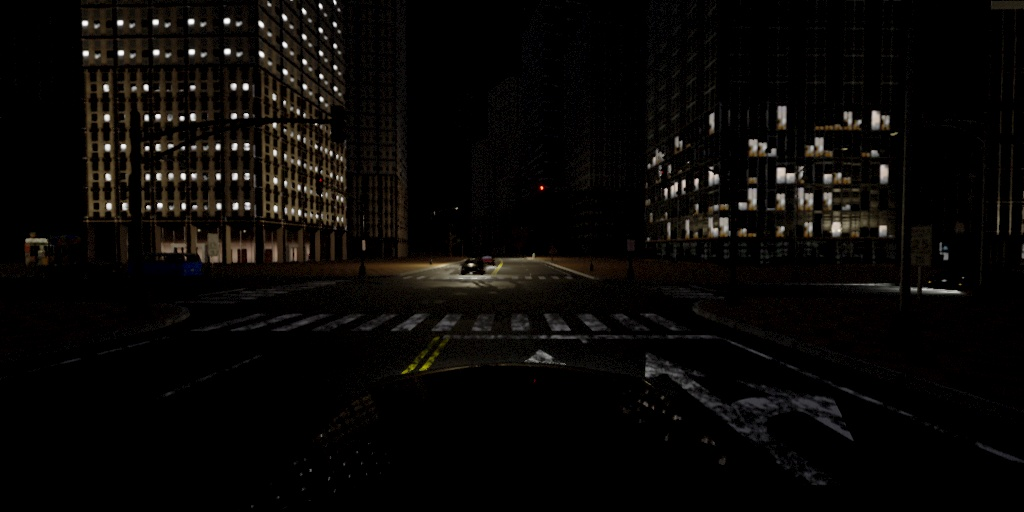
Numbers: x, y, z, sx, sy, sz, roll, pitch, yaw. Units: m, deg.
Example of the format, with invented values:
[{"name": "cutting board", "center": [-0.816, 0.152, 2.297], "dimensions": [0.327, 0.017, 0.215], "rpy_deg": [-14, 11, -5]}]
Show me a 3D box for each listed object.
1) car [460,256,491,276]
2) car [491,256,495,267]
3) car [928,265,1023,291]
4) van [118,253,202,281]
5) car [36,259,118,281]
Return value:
[{"name": "car", "center": [-3.257, 0.921, 31.249], "dimensions": [2.033, 1.411, 5.357], "rpy_deg": [0, 1, 0]}, {"name": "car", "center": [-3.256, 0.694, 47.660], "dimensions": [1.994, 1.385, 4.181], "rpy_deg": [0, 1, 0]}, {"name": "car", "center": [25.919, 1.193, 19.802], "dimensions": [4.181, 1.385, 1.994], "rpy_deg": [0, 1, 1]}, {"name": "van", "center": [-22.657, 0.678, 23.410], "dimensions": [3.998, 1.789, 1.690], "rpy_deg": [0, 0, 1]}, {"name": "car", "center": [-28.195, 0.856, 23.455], "dimensions": [4.507, 1.381, 1.888], "rpy_deg": [0, 0, 1]}]
